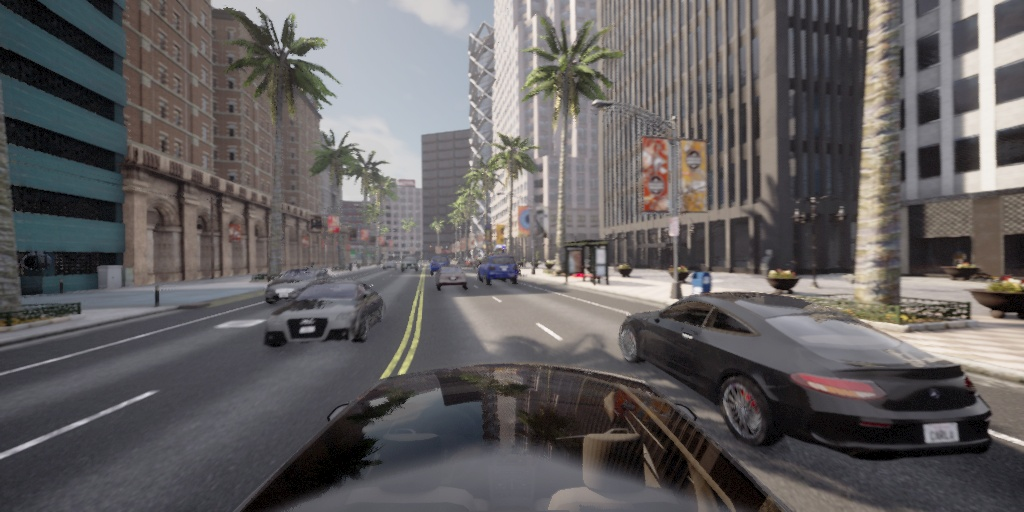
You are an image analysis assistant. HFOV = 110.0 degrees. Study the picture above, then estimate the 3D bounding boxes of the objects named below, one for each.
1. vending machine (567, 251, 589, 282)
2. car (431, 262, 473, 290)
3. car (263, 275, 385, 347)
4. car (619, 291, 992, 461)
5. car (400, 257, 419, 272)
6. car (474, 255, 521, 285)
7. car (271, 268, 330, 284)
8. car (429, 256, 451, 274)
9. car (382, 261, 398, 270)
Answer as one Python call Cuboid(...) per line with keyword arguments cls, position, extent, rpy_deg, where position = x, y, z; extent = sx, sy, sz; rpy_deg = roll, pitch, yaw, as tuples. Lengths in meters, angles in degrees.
Cuboid(cls="vending machine", position=(5.492, 0.865, 29.993), extent=(1.100, 2.100, 0.880), rpy_deg=(0, 0, -13))
Cuboid(cls="car", position=(-3.969, 1.339, 23.108), extent=(2.033, 1.411, 5.357), rpy_deg=(-1, 0, -13))
Cuboid(cls="car", position=(-4.675, 1.370, 9.537), extent=(1.994, 1.385, 4.181), rpy_deg=(-1, 0, -10))
Cuboid(cls="car", position=(3.167, 1.234, 5.128), extent=(1.812, 1.442, 4.674), rpy_deg=(0, 0, -6))
Cuboid(cls="car", position=(-13.959, 1.130, 49.148), extent=(2.150, 2.045, 5.566), rpy_deg=(-1, 0, -13))
Cuboid(cls="car", position=(-1.113, 0.976, 26.206), extent=(2.150, 2.045, 5.566), rpy_deg=(-1, 0, -13))
Cuboid(cls="car", position=(-9.938, 1.362, 17.131), extent=(2.128, 1.511, 4.902), rpy_deg=(-1, 0, -13))
Cuboid(cls="car", position=(-8.047, 1.059, 40.214), extent=(2.150, 2.045, 5.566), rpy_deg=(-1, 0, -13))
Cuboid(cls="car", position=(-19.510, 1.539, 57.512), extent=(1.994, 1.385, 4.181), rpy_deg=(-1, 0, -13))
